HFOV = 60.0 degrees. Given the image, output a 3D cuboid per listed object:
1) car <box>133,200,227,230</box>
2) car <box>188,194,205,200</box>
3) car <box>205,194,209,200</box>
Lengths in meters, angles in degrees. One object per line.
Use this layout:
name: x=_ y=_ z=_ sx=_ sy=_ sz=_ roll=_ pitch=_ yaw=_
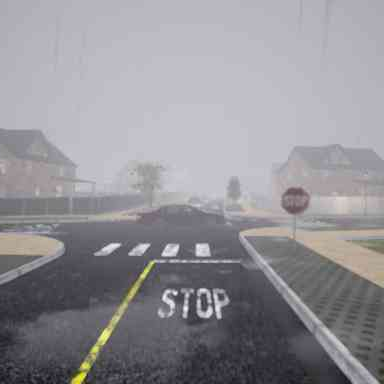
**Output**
car: x=-0.722 y=1.412 z=19.583 sx=5.357 sy=1.411 sz=2.033 roll=0 pitch=0 yaw=-15
car: x=0.435 y=1.192 z=52.919 sx=1.994 sy=1.385 sz=4.181 roll=0 pitch=0 yaw=7
car: x=2.488 y=1.068 z=67.790 sx=2.033 sy=1.411 sz=5.357 roll=0 pitch=1 yaw=9
